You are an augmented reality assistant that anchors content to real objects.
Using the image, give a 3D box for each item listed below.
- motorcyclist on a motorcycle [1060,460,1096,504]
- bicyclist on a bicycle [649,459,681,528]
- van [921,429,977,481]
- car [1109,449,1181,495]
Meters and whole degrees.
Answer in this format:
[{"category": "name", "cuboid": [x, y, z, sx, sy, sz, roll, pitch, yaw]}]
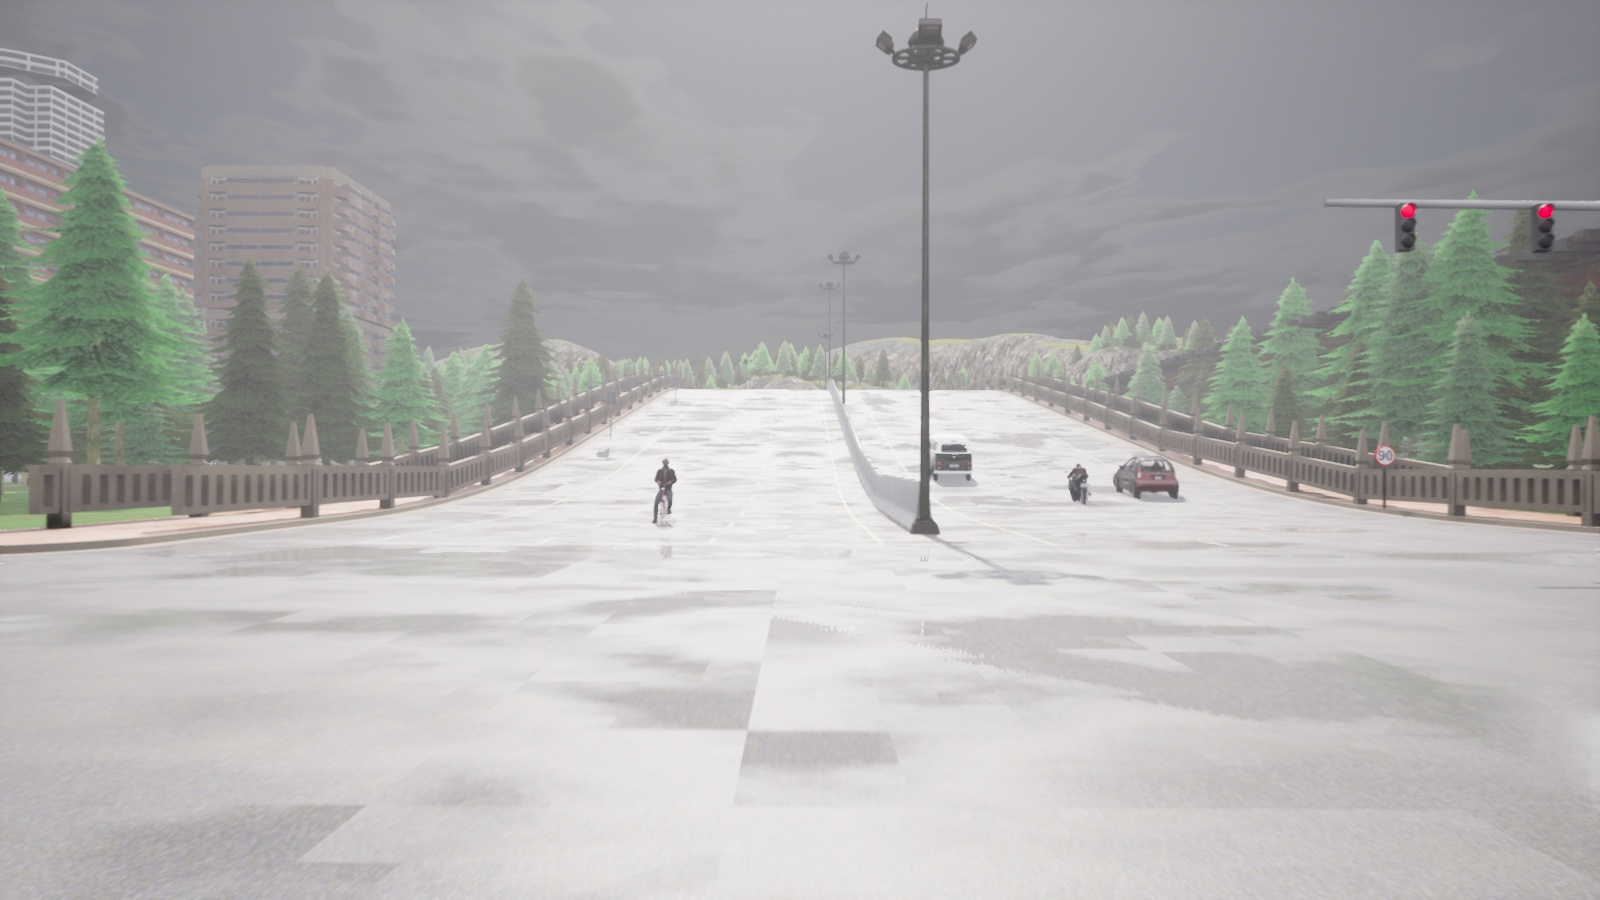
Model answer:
[{"category": "motorcyclist on a motorcycle", "cuboid": [10.392, 1.179, 47.018, 0.866, 1.530, 2.191, 0, 2, 0]}, {"category": "bicyclist on a bicycle", "cuboid": [-3.580, 1.145, 33.393, 0.659, 1.776, 1.843, 0, -1, 0]}, {"category": "van", "cuboid": [6.922, 0.187, 58.663, 2.069, 2.038, 4.480, 0, 5, 0]}, {"category": "car", "cuboid": [13.898, 0.859, 50.806, 1.851, 1.617, 3.988, 0, 3, 0]}]
